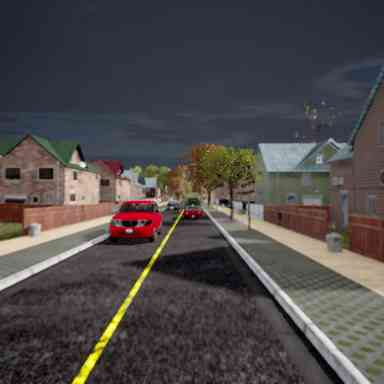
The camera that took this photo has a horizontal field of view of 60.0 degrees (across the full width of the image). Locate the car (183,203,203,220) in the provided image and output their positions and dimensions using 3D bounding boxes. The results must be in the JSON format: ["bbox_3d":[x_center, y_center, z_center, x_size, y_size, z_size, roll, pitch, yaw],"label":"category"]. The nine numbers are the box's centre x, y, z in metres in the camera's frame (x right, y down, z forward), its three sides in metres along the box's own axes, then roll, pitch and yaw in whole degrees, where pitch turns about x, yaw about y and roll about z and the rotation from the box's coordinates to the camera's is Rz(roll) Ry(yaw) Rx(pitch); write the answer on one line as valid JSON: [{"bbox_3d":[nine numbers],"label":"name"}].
[{"bbox_3d":[0.115,2.017,33.098,1.895,1.301,4.718,0,-1,0],"label":"car"}]

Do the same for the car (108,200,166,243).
[{"bbox_3d":[-2.838,1.450,17.828,2.150,2.045,5.566,0,-1,0],"label":"car"}]

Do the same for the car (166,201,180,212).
[{"bbox_3d":[-2.813,2.100,48.894,2.128,1.511,4.902,0,-1,0],"label":"car"}]

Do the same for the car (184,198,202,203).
[{"bbox_3d":[0.115,1.763,43.426,2.150,2.045,5.566,0,-1,0],"label":"car"}]
